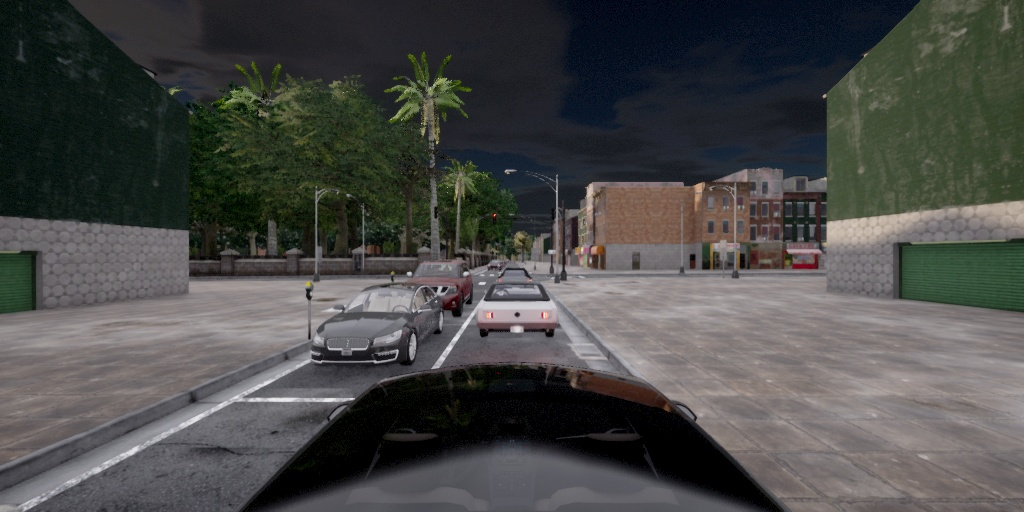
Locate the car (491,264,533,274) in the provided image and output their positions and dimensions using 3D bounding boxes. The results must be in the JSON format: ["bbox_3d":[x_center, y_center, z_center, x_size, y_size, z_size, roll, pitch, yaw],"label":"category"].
[{"bbox_3d":[0.163,1.324,19.396,1.994,1.385,4.181,0,0,2],"label":"car"}]

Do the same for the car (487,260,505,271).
[{"bbox_3d":[-2.480,1.292,51.493,1.967,1.591,4.097,0,0,0],"label":"car"}]

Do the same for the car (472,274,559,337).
[{"bbox_3d":[0.126,1.352,10.224,1.895,1.301,4.718,0,0,0],"label":"car"}]

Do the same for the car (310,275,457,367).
[{"bbox_3d":[-2.619,1.301,7.883,2.007,1.370,4.403,0,0,0],"label":"car"}]

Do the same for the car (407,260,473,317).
[{"bbox_3d":[-2.602,1.068,13.346,2.192,1.841,5.009,0,0,0],"label":"car"}]
